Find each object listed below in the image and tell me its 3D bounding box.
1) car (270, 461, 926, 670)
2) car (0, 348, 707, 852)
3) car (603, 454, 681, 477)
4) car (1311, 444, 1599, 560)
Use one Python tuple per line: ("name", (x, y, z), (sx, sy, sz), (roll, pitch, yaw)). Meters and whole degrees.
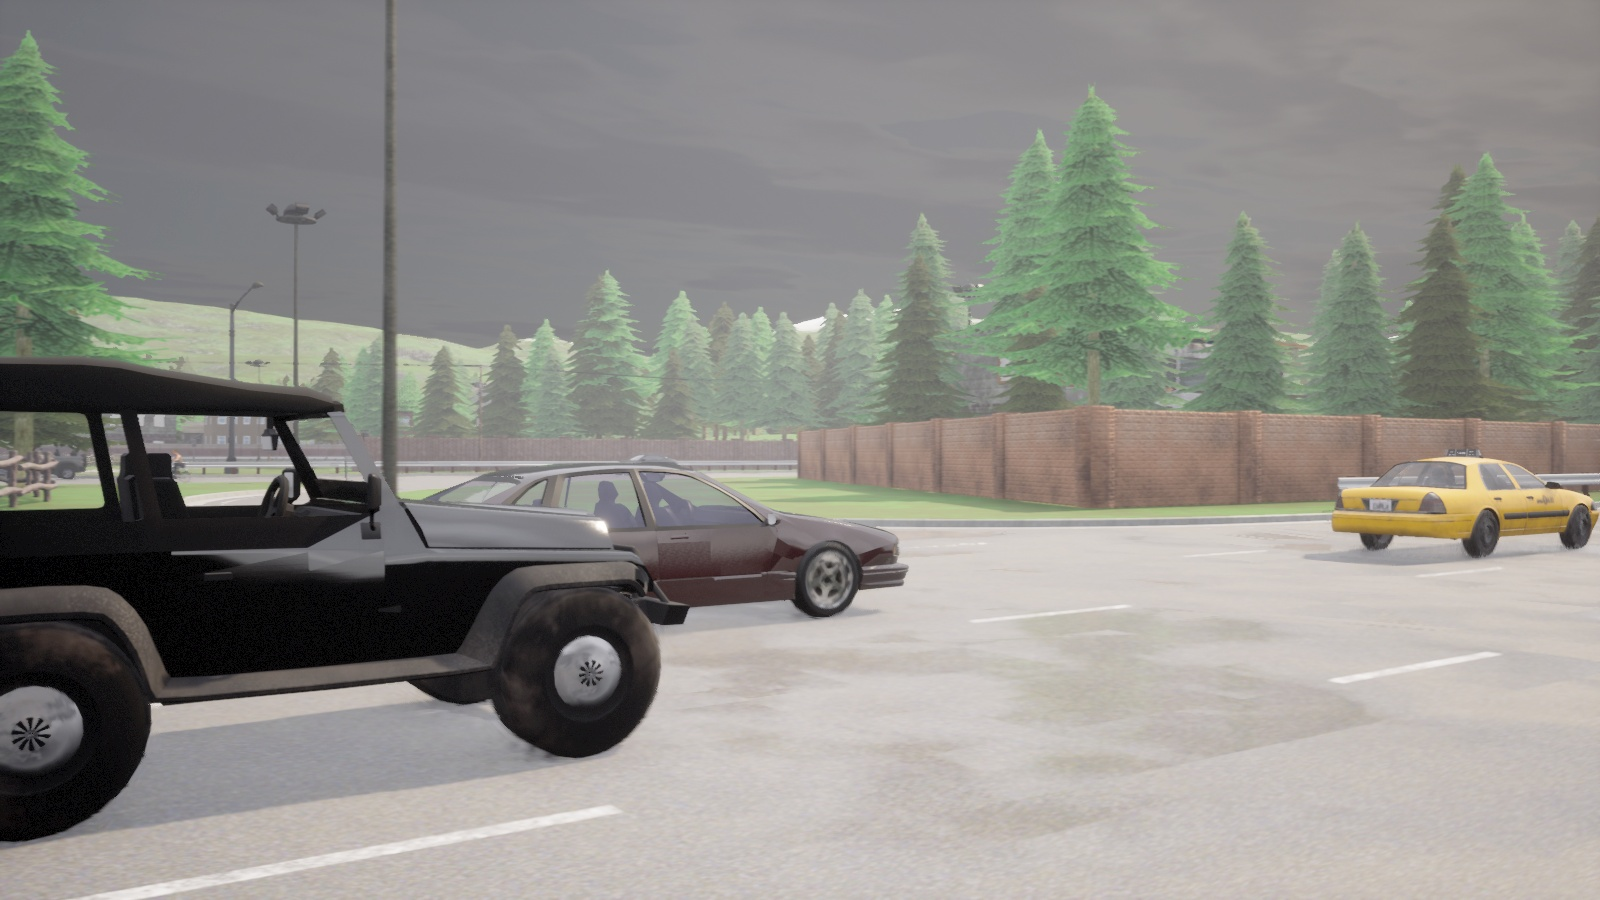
("car", (-1.597, 0.823, 11.076), (5.357, 1.411, 2.033), (0, 0, -35))
("car", (-2.610, 0.561, 6.107), (3.866, 1.878, 1.905), (0, 0, -35))
("car", (-10.224, 0.992, 81.472), (4.674, 1.442, 1.812), (0, 0, -35))
("car", (10.260, 0.709, 19.329), (5.366, 1.575, 1.801), (0, 0, -35))
